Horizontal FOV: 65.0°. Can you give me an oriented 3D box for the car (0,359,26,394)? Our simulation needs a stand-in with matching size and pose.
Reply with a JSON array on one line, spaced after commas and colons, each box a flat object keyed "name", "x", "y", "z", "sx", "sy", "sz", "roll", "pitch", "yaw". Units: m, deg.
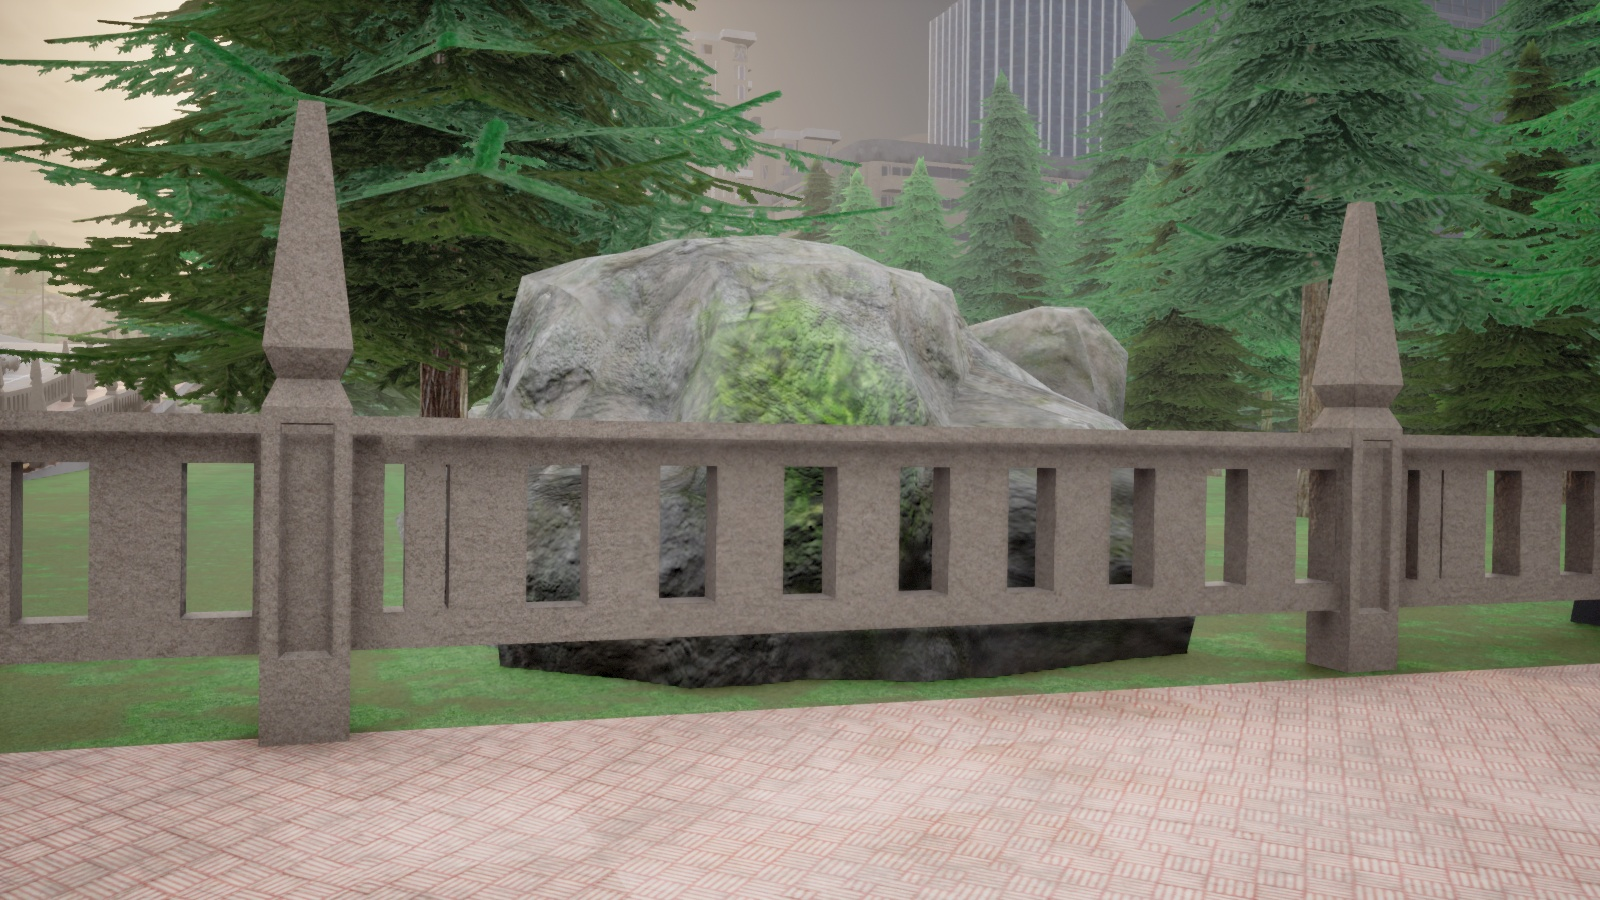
[{"name": "car", "x": -43.960, "y": -4.033, "z": 68.376, "sx": 2.128, "sy": 1.511, "sz": 4.902, "roll": -1, "pitch": 8, "yaw": -21}]
